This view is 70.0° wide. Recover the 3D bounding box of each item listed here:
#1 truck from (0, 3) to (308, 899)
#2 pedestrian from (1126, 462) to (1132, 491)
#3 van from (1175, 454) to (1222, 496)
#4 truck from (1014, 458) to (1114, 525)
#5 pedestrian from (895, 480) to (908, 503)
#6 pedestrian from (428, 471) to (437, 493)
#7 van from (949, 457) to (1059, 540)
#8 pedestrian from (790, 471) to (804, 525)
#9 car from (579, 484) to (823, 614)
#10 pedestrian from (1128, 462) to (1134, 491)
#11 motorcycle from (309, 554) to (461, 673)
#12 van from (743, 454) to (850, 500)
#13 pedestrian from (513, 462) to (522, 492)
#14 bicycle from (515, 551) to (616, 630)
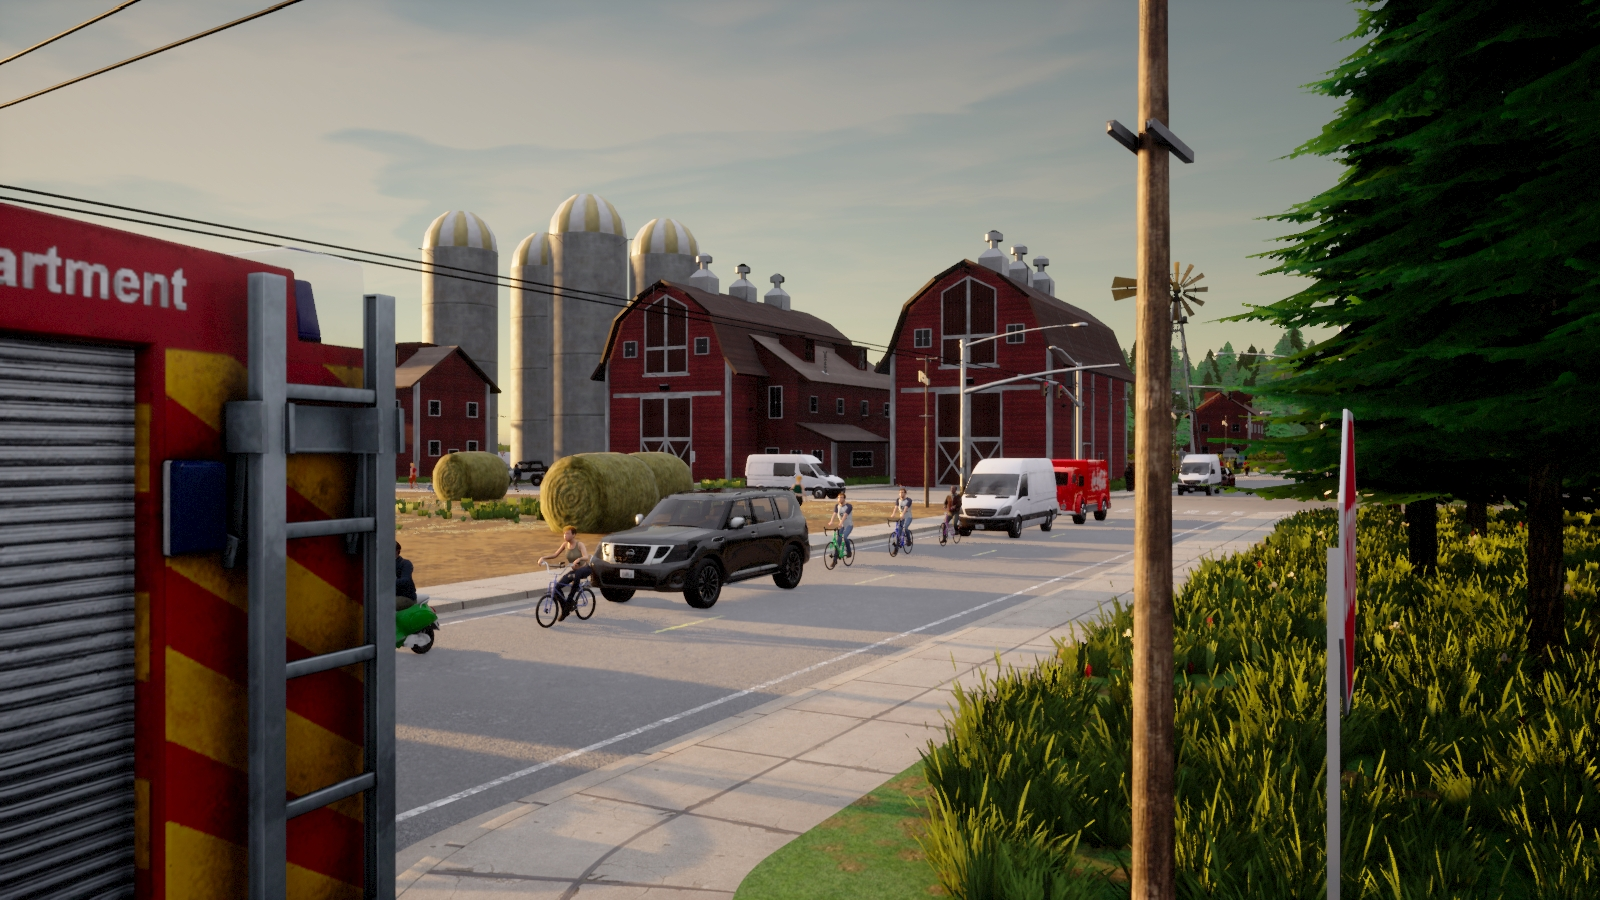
[{"bbox_3d":[-6.023,0.867,3.731,8.468,3.827,2.891,0,0,20],"label":"truck"},{"bbox_3d":[21.080,1.695,73.222,0.375,1.860,0.375,0,0,22],"label":"pedestrian"},{"bbox_3d":[25.700,1.534,73.537,1.988,2.561,5.915,0,0,28],"label":"van"},{"bbox_3d":[10.574,1.568,45.388,2.627,2.467,5.204,0,0,28],"label":"truck"},{"bbox_3d":[5.046,2.054,56.617,0.500,1.100,0.500,0,0,28],"label":"pedestrian"},{"bbox_3d":[-22.221,1.951,69.090,0.375,1.300,0.375,0,0,28],"label":"pedestrian"},{"bbox_3d":[7.076,1.534,38.966,1.988,2.561,5.915,0,0,28],"label":"van"},{"bbox_3d":[-0.095,1.681,40.286,0.375,1.860,0.375,0,0,25],"label":"pedestrian"},{"bbox_3d":[-1.726,1.779,22.457,2.150,2.045,5.566,0,0,27],"label":"car"},{"bbox_3d":[21.404,1.695,73.887,0.375,1.860,0.375,0,0,22],"label":"pedestrian"},{"bbox_3d":[-5.538,2.142,15.342,0.856,1.316,1.805,0,0,28],"label":"motorcycle"},{"bbox_3d":[-0.232,1.504,65.682,5.915,2.561,1.988,0,0,27],"label":"van"},{"bbox_3d":[-17.413,1.670,70.445,0.375,1.860,0.375,0,0,35],"label":"pedestrian"},{"bbox_3d":[-3.799,2.256,18.612,0.859,1.080,1.487,0,0,28],"label":"bicycle"}]
